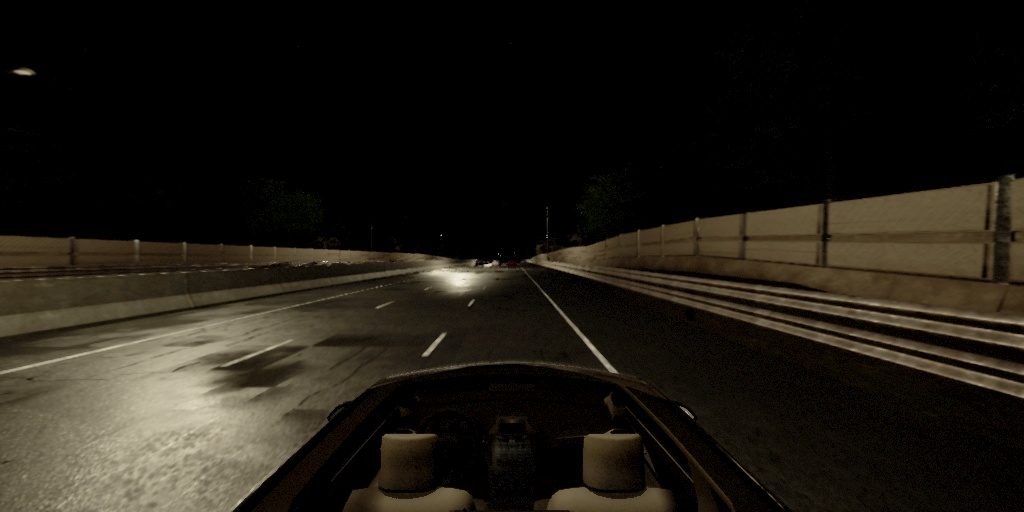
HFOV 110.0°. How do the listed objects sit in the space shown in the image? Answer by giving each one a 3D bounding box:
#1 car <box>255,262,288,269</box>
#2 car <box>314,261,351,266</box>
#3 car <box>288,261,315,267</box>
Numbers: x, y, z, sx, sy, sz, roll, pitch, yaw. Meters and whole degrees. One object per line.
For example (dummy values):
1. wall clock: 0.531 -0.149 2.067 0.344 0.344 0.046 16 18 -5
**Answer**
1. car: -24.549 1.366 37.550 2.033 1.411 5.357 0 0 1
2. car: -17.559 1.363 36.785 2.033 1.411 5.357 0 0 0
3. car: -21.048 1.313 38.298 2.128 1.511 4.902 0 0 0
